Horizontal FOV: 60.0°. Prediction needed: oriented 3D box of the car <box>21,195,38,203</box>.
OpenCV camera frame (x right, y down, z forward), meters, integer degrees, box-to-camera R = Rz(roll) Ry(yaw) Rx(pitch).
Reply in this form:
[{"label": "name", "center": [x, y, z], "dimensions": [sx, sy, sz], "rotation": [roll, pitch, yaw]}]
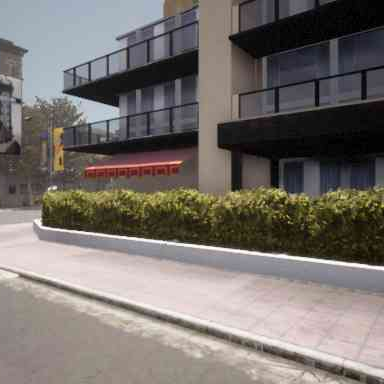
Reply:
[{"label": "car", "center": [-34.570, 1.469, 68.227], "dimensions": [4.892, 1.521, 2.231], "rotation": [0, 0, 37]}]
